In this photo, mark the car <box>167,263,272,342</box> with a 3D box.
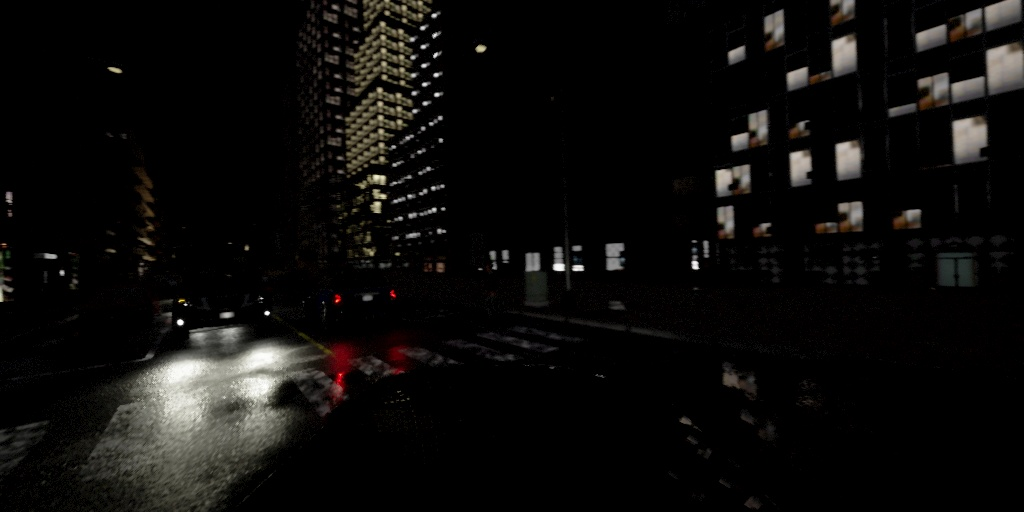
[{"bbox_3d":[-9.368,1.274,11.571,2.150,2.045,5.566,-2,0,-41],"label":"car"}]

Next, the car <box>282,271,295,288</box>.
[{"bbox_3d":[-18.645,1.940,31.081,1.948,1.339,4.313,0,0,-41],"label":"car"}]

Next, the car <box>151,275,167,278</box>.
[{"bbox_3d":[-24.962,2.111,25.577,1.888,1.381,4.507,0,0,-41],"label":"car"}]

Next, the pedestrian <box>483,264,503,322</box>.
[{"bbox_3d":[-0.618,1.071,11.030,0.375,1.860,0.375,-1,-1,-41],"label":"pedestrian"}]

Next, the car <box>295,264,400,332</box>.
[{"bbox_3d":[-5.536,1.285,12.002,2.097,1.767,4.553,-2,0,-40],"label":"car"}]

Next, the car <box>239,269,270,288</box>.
[{"bbox_3d":[-23.881,2.048,33.124,1.837,1.490,4.892,-2,0,-41],"label":"car"}]

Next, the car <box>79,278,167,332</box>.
[{"bbox_3d":[-14.085,1.748,13.085,1.888,1.381,4.507,0,0,-41],"label":"car"}]
